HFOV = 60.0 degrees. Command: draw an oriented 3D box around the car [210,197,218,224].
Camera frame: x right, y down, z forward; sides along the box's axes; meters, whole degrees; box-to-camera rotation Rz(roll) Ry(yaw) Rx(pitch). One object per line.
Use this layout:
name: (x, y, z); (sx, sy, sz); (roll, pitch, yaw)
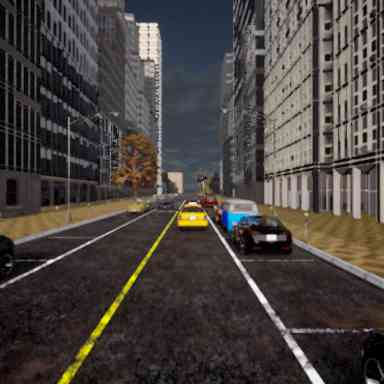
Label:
car: (2.618, 1.427, 24.574); (1.967, 1.590, 4.097); (0, 0, 0)

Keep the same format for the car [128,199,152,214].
car: (-5.797, 1.500, 35.773); (1.752, 1.417, 4.829); (0, 0, 0)

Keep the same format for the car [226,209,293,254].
car: (2.652, 1.561, 13.189); (1.947, 1.339, 4.313); (0, 0, 0)

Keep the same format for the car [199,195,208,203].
car: (2.480, 1.454, 70.281); (1.752, 1.417, 4.829); (0, 0, 0)

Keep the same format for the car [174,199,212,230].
car: (0.036, 1.446, 21.152); (1.801, 1.575, 5.366); (0, 0, 0)

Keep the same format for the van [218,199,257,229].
van: (2.635, 1.333, 18.883); (1.690, 1.788, 3.998); (0, 0, 0)

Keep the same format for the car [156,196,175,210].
car: (-3.216, 1.532, 41.711); (1.994, 1.385, 4.181); (0, 0, 0)

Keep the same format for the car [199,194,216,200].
car: (2.550, 1.277, 47.342); (2.192, 1.841, 5.009); (0, 0, 0)

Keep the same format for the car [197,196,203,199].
car: (-0.026, 1.533, 41.128); (1.994, 1.385, 4.181); (0, 0, 0)

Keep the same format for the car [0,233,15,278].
car: (-5.712, 1.563, 7.480); (1.947, 1.339, 4.313); (0, 0, 0)

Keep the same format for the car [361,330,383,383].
car: (2.686, 1.566, 1.805); (1.947, 1.339, 4.313); (0, 0, 0)

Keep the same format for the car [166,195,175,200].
car: (-5.970, 1.435, 92.867); (2.008, 1.369, 4.403); (0, 0, 0)
